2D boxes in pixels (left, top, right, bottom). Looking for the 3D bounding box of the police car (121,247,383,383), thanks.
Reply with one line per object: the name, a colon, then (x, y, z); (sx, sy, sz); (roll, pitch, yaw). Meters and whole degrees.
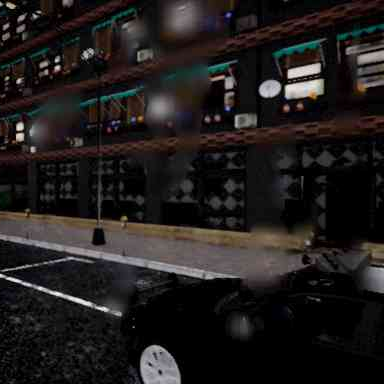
police car: (1.419, 1.428, 3.337); (5.238, 1.638, 1.930); (1, 0, 35)
